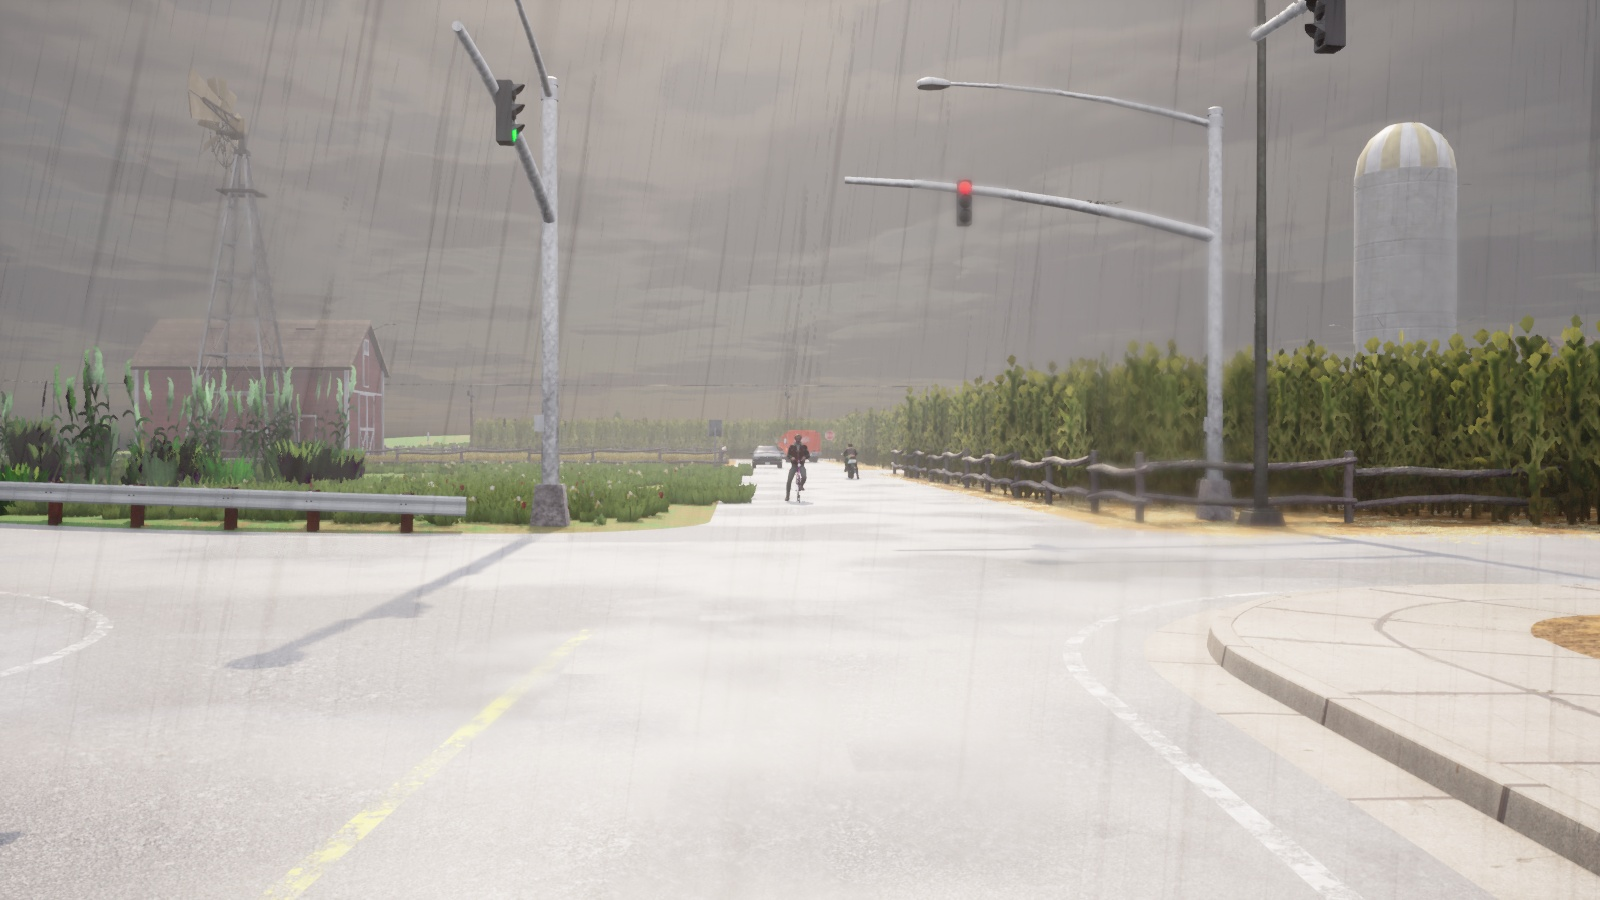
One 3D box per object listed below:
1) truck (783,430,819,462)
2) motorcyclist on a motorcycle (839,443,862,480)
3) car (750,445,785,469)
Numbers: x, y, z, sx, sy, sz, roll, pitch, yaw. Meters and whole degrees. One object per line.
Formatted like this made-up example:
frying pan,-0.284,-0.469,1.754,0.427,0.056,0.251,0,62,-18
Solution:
truck,0.070,-0.281,99.116,2.627,2.467,5.204,0,-1,-2
motorcyclist on a motorcycle,2.136,0.466,52.930,0.797,1.523,2.044,0,0,-3
car,-2.025,0.395,76.617,2.033,1.411,5.357,0,0,-3
